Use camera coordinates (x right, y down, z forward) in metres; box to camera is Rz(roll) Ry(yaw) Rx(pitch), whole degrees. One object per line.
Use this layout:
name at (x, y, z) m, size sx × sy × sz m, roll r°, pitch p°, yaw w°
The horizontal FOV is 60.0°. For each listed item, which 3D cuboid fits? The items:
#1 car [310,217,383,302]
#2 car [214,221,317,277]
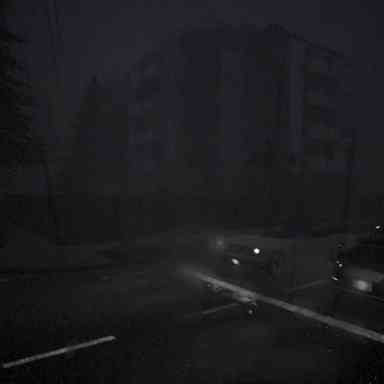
car at (5.195, 1.493, 7.687) m, size 4.902 × 1.511 × 2.128 m, roll 0°, pitch 0°, yaw -35°
car at (3.001, 1.602, 10.421) m, size 4.718 × 1.301 × 1.895 m, roll 0°, pitch 0°, yaw -35°
